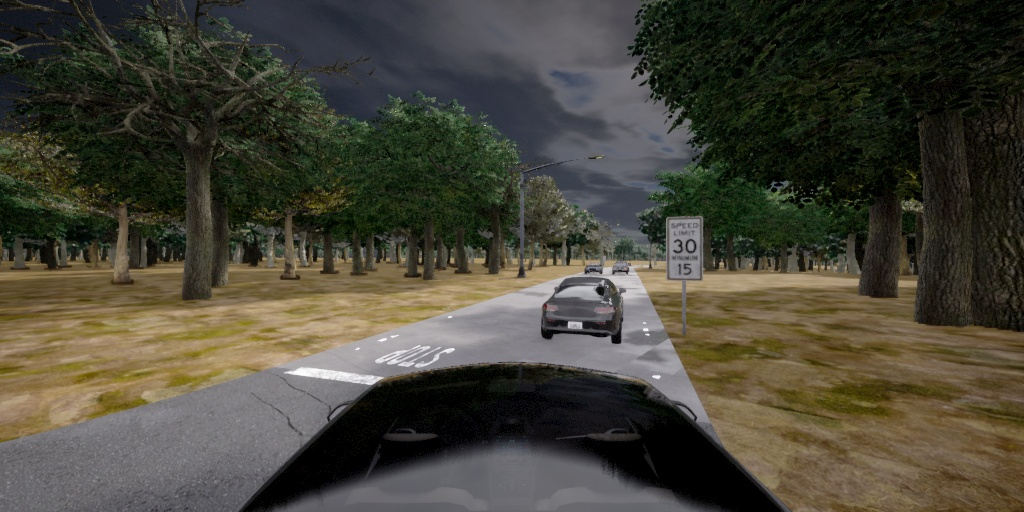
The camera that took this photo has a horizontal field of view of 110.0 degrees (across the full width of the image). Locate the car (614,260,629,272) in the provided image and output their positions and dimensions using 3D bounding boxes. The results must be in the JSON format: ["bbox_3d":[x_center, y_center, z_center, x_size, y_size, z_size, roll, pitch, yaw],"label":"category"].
[{"bbox_3d":[16.179,1.429,52.830,2.097,1.767,4.553,0,-1,18],"label":"car"}]

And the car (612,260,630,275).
[{"bbox_3d":[13.001,1.482,42.990,2.033,1.411,5.357,0,-1,18],"label":"car"}]

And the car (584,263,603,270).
[{"bbox_3d":[10.109,1.500,44.058,1.994,1.385,4.181,0,-1,18],"label":"car"}]

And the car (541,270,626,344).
[{"bbox_3d":[2.029,1.278,9.657,1.812,1.442,4.674,0,0,18],"label":"car"}]
